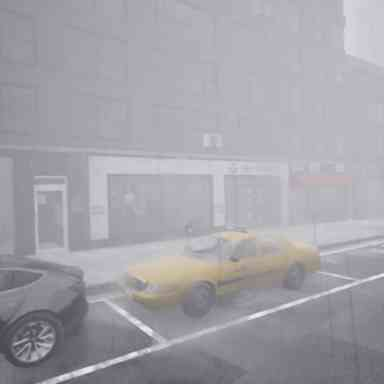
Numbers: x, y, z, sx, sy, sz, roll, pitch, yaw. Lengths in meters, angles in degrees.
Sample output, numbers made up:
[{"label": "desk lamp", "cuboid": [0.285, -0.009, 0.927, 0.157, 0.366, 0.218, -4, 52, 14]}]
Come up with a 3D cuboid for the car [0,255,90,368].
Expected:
[{"label": "car", "cuboid": [-3.503, 1.569, 4.164, 4.313, 1.339, 1.947, -1, 0, -35]}]

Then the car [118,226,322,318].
[{"label": "car", "cuboid": [0.847, 1.465, 7.252, 4.829, 1.417, 1.752, -1, 0, -35]}]
